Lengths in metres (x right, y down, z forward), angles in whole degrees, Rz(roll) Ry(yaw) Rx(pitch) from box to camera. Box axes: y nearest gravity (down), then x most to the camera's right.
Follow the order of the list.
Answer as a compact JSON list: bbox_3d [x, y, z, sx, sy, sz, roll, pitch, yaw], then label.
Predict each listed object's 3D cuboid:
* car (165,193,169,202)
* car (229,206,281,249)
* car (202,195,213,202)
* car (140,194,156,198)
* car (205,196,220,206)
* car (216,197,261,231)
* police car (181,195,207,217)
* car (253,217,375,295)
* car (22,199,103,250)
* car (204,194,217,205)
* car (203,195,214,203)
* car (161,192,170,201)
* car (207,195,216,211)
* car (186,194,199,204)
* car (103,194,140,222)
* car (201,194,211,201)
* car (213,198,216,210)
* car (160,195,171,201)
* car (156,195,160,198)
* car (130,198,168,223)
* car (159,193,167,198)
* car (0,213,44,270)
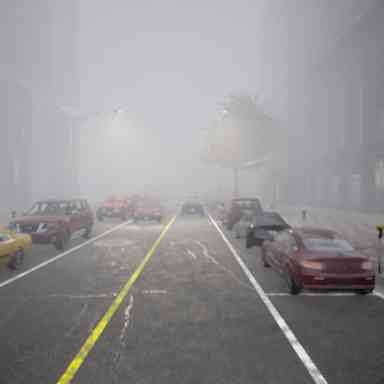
[{"bbox_3d":[-5.593,1.251,59.051,1.947,1.339,4.313,0,0,0],"label":"car"},{"bbox_3d":[2.875,1.477,13.921,1.947,1.339,4.313,0,0,0],"label":"car"},{"bbox_3d":[2.939,1.229,64.676,1.947,1.339,4.313,0,0,0],"label":"car"},{"bbox_3d":[-5.621,1.105,36.495,2.192,1.841,5.009,0,0,0],"label":"car"},{"bbox_3d":[2.918,1.317,47.758,1.802,1.307,4.206,0,0,0],"label":"car"},{"bbox_3d":[2.882,1.196,19.560,2.192,1.841,5.009,0,0,0],"label":"car"},{"bbox_3d":[0.064,1.270,29.769,1.930,1.638,5.238,0,0,1],"label":"police car"},{"bbox_3d":[2.868,1.525,8.283,1.802,1.307,4.206,0,0,0],"label":"car"},{"bbox_3d":[-5.650,1.225,13.940,2.192,1.841,5.009,0,0,0],"label":"car"},{"bbox_3d":[2.925,1.150,53.398,1.967,1.590,4.097,0,0,0],"label":"car"},{"bbox_3d":[2.932,1.268,59.037,1.802,1.307,4.206,0,0,0],"label":"car"},{"bbox_3d":[-5.587,0.978,64.689,2.192,1.841,5.009,0,0,0],"label":"car"},{"bbox_3d":[2.904,1.357,36.479,1.947,1.339,4.313,0,0,0],"label":"car"},{"bbox_3d":[0.080,1.195,57.907,2.128,1.511,4.902,0,0,0],"label":"car"},{"bbox_3d":[-5.636,1.165,25.218,2.192,1.841,5.009,0,0,0],"label":"car"},{"bbox_3d":[2.946,1.209,70.317,1.947,1.339,4.313,0,0,0],"label":"car"},{"bbox_3d":[2.890,1.395,25.201,1.887,1.381,4.507,0,0,0],"label":"car"},{"bbox_3d":[-5.579,1.225,70.329,1.802,1.307,4.206,0,0,0],"label":"car"},{"bbox_3d":[-5.614,1.306,42.136,1.887,1.381,4.507,0,0,0],"label":"car"},{"bbox_3d":[-2.968,1.404,23.934,1.812,1.442,4.674,0,0,0],"label":"car"},{"bbox_3d":[-5.600,1.275,53.414,1.947,1.339,4.313,0,0,0],"label":"car"},{"bbox_3d":[-5.657,1.469,8.134,1.752,1.417,4.829,0,0,0],"label":"car"}]
